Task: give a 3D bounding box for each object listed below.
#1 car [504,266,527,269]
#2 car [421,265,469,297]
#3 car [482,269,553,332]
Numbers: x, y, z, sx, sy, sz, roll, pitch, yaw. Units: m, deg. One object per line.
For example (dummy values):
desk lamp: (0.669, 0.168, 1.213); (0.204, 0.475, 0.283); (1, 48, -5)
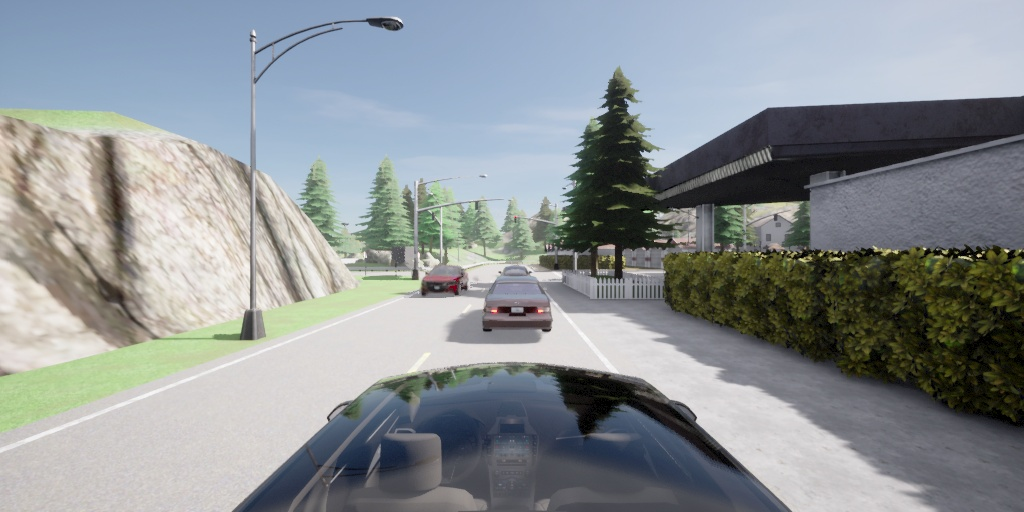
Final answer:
car: (0.187, 1.276, 20.411); (1.812, 1.442, 4.674); (0, 0, 0)
car: (-3.474, 1.227, 19.251); (1.882, 1.535, 5.008); (0, 0, 1)
car: (0.139, 1.297, 10.825); (2.033, 1.411, 5.357); (0, 0, 0)
